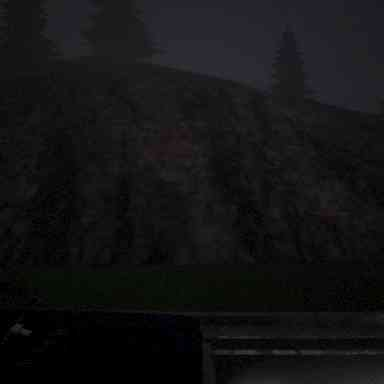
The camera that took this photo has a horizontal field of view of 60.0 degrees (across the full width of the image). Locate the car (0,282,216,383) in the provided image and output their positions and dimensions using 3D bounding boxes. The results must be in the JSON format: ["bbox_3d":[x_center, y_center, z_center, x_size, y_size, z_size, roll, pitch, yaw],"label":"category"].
[{"bbox_3d":[-2.143,1.600,3.030,4.718,1.301,1.895,0,0,4],"label":"car"}]
